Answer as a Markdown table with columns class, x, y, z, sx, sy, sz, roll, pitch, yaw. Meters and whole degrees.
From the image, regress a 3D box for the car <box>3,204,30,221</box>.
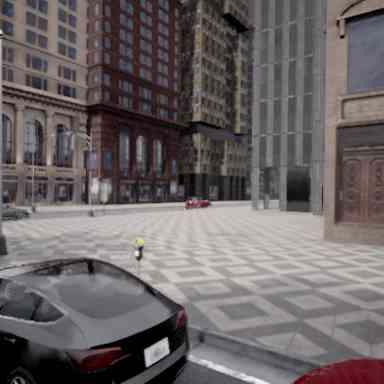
| class | x | y | z | sx | sy | sz | roll | pitch | yaw |
| --- | --- | --- | --- | --- | --- | --- | --- | --- | --- |
| car | -14.977 | 1.604 | 25.939 | 1.994 | 1.385 | 4.181 | 1 | 0 | 35 |

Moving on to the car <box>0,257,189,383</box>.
| class | x | y | z | sx | sy | sz | roll | pitch | yaw |
| --- | --- | --- | --- | --- | --- | --- | --- | --- | --- |
| car | -2.026 | 1.562 | 4.396 | 4.313 | 1.339 | 1.947 | 0 | 1 | 36 |

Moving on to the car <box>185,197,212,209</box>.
| class | x | y | z | sx | sy | sz | roll | pitch | yaw |
| --- | --- | --- | --- | --- | --- | --- | --- | --- | --- |
| car | 1.045 | 1.538 | 48.518 | 2.097 | 1.767 | 4.553 | 1 | 0 | 35 |

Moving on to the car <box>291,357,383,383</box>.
| class | x | y | z | sx | sy | sz | roll | pitch | yaw |
| --- | --- | --- | --- | --- | --- | --- | --- | --- | --- |
| car | 2.470 | 1.546 | 1.186 | 4.507 | 1.381 | 1.887 | 0 | 1 | 36 |
